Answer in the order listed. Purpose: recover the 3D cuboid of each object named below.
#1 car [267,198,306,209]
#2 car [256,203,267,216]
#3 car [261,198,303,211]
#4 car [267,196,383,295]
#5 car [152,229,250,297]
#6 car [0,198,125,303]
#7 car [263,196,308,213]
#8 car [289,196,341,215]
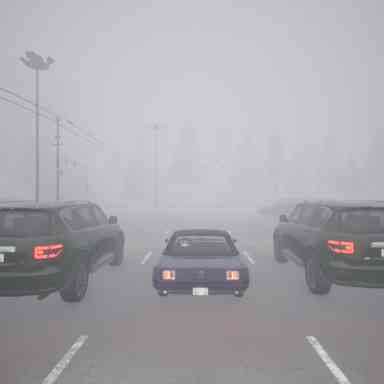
[{"bbox_3d":[12.546,1.527,44.299,4.674,1.442,1.812,0,0,2],"label":"car"},{"bbox_3d":[8.679,1.549,30.397,5.357,1.411,2.033,0,0,2],"label":"car"},{"bbox_3d":[10.962,1.527,40.840,4.674,1.442,1.812,0,0,2],"label":"car"},{"bbox_3d":[3.730,1.222,8.846,2.150,2.045,5.566,0,0,1],"label":"car"},{"bbox_3d":[0.224,1.601,8.535,1.895,1.301,4.718,0,0,1],"label":"car"},{"bbox_3d":[-3.283,1.222,8.377,2.150,2.045,5.566,0,0,1],"label":"car"},{"bbox_3d":[10.413,1.353,37.351,4.553,1.767,2.097,0,0,2],"label":"car"},{"bbox_3d":[12.393,1.353,33.796,4.553,1.767,2.097,0,0,2],"label":"car"}]
